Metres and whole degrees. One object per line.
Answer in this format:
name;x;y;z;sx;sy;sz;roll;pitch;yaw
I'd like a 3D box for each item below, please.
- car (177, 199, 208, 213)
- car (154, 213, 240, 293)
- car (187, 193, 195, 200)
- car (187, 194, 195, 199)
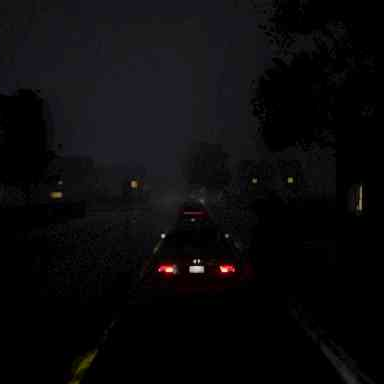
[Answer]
car;0.054;1.455;22.236;2.128;1.511;4.902;0;0;0
car;0.085;1.530;8.919;2.033;1.411;5.357;0;0;0
car;-0.180;1.266;90.767;2.097;1.767;4.553;0;0;0
car;-0.160;1.590;80.779;1.895;1.301;4.718;0;0;0
